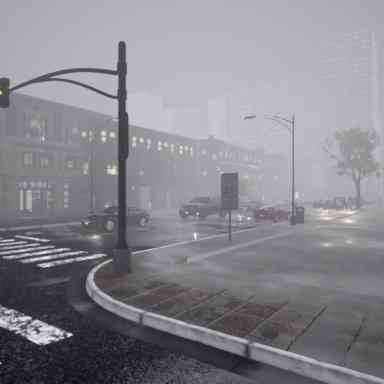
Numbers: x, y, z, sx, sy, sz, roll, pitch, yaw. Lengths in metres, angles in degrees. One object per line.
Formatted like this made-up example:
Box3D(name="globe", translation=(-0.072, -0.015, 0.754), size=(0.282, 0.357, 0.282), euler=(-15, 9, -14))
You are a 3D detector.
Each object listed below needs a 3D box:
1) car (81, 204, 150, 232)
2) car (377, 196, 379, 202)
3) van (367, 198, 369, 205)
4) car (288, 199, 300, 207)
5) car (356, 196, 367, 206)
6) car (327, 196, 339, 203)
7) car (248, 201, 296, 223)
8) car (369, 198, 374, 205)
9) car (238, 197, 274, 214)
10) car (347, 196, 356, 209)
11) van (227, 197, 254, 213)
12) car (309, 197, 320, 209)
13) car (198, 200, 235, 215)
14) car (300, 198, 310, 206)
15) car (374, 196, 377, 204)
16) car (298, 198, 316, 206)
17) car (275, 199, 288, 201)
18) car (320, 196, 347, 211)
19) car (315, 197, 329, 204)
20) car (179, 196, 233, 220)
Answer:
Box3D(name="car", translation=(-4.732, 1.578, 21.173), size=(1.837, 1.490, 4.892), euler=(0, 0, 34))
Box3D(name="car", translation=(41.534, 2.037, 76.743), size=(1.802, 1.307, 4.206), euler=(0, -1, 35))
Box3D(name="van", translation=(31.985, 1.699, 63.194), size=(1.690, 1.788, 3.998), euler=(0, -1, 35))
Box3D(name="car", translation=(15.585, 1.815, 54.468), size=(2.008, 1.369, 4.403), euler=(0, -1, 35))
Box3D(name="car", translation=(28.802, 1.642, 58.678), size=(2.192, 1.841, 5.009), euler=(0, -1, 35))
Box3D(name="car", translation=(34.683, 1.893, 81.571), size=(1.967, 1.590, 4.097), euler=(0, -1, 35))
Box3D(name="car", translation=(6.564, 1.670, 27.027), size=(1.887, 1.381, 4.507), euler=(0, 0, 35))
Box3D(name="car", translation=(35.168, 1.971, 67.709), size=(1.802, 1.307, 4.206), euler=(0, -1, 35))
Box3D(name="car", translation=(7.072, 1.660, 37.861), size=(2.128, 1.511, 4.902), euler=(0, 0, 35))
Box3D(name="car", translation=(22.435, 1.581, 49.643), size=(2.192, 1.841, 5.009), euler=(0, -1, 35))
Box3D(name="van", translation=(6.035, 1.518, 40.918), size=(1.690, 1.788, 3.998), euler=(0, 0, 35))
Box3D(name="car", translation=(20.092, 1.811, 50.801), size=(2.033, 1.411, 5.357), euler=(0, 0, 35))
Box3D(name="car", translation=(2.755, 1.674, 36.261), size=(1.752, 1.417, 4.829), euler=(0, 0, 35))
Box3D(name="car", translation=(18.768, 1.846, 58.985), size=(2.008, 1.369, 4.403), euler=(0, -1, 35))
Box3D(name="car", translation=(38.449, 1.948, 72.366), size=(1.752, 1.417, 4.829), euler=(0, -1, 35))
Box3D(name="car", translation=(21.951, 1.876, 63.503), size=(2.008, 1.369, 4.403), euler=(0, -1, 35))
Box3D(name="car", translation=(12.304, 1.759, 49.812), size=(1.752, 1.417, 4.829), euler=(0, -1, 35))
Box3D(name="car", translation=(19.252, 1.676, 45.125), size=(1.967, 1.590, 4.097), euler=(0, -1, 35))
Box3D(name="car", translation=(28.317, 1.828, 72.537), size=(1.967, 1.590, 4.097), euler=(0, -1, 35))
Box3D(name="car", translation=(1.157, 1.340, 29.490), size=(2.150, 2.045, 5.566), euler=(0, 0, 35))
